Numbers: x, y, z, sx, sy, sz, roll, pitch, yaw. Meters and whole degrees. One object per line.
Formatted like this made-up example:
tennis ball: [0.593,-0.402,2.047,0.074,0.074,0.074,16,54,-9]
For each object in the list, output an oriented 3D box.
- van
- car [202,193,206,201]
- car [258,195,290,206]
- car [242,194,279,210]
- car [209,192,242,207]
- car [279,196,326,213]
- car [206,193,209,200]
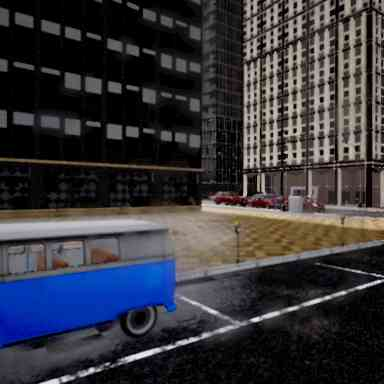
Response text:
van: [-2.148,1.347,5.029,3.998,1.788,1.690,0,0,-36]
car: [1.943,0.872,61.299,1.947,1.339,4.313,2,0,-36]
car: [11.699,1.211,47.708,1.802,1.307,4.206,2,0,-36]
car: [8.179,1.280,38.243,1.802,1.307,4.206,2,0,-36]
car: [4.937,0.906,42.770,2.192,1.841,5.009,2,0,-36]
car: [11.435,1.246,33.714,1.967,1.590,4.097,2,0,-36]
car: [5.098,0.936,56.907,1.752,1.417,4.829,2,0,-36]
